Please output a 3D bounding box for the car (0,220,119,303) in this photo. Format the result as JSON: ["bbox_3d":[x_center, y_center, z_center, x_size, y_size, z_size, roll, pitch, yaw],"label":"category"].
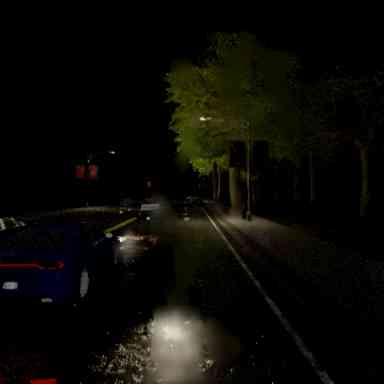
[{"bbox_3d":[-3.171,1.490,8.292,1.882,1.535,5.008,0,0,0],"label":"car"}]

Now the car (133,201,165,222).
[{"bbox_3d":[-3.216,1.647,26.679,1.895,1.301,4.718,0,0,0],"label":"car"}]

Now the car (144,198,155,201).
[{"bbox_3d":[-6.702,1.676,52.248,2.033,1.411,5.357,0,0,0],"label":"car"}]

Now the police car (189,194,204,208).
[{"bbox_3d":[0.850,1.548,50.766,1.930,1.638,5.238,0,0,0],"label":"police car"}]

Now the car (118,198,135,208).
[{"bbox_3d":[-9.949,1.687,51.138,1.994,1.385,4.181,0,0,0],"label":"car"}]

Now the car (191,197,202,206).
[{"bbox_3d":[0.826,1.672,60.656,1.837,1.490,4.892,0,0,0],"label":"car"}]

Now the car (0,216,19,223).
[{"bbox_3d":[-6.626,1.507,10.165,2.128,1.511,4.902,0,0,0],"label":"car"}]
